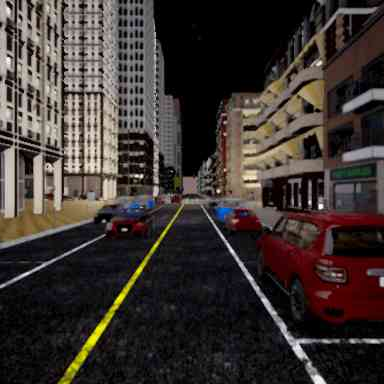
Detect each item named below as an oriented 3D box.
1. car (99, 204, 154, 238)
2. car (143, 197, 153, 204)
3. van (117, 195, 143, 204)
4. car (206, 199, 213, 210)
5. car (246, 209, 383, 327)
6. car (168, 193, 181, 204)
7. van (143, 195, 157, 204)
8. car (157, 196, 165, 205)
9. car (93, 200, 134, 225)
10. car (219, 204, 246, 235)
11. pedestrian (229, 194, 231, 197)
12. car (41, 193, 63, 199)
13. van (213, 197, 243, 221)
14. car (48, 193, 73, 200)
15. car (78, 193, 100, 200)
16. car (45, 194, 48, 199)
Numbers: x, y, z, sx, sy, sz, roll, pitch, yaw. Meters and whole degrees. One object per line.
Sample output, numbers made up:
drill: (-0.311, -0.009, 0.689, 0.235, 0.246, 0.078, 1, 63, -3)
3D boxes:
car: (-3.100, 1.530, 17.223, 1.994, 1.385, 4.181, 0, 0, 0)
car: (-5.688, 1.486, 35.161, 2.008, 1.369, 4.403, 0, 0, 0)
van: (-5.689, 1.285, 29.512, 1.690, 1.788, 3.998, 0, 0, 0)
car: (2.692, 1.477, 40.808, 2.008, 1.369, 4.403, 0, 0, 0)
car: (2.690, 1.301, 6.916, 2.192, 1.841, 5.009, 0, 0, 0)
car: (-2.996, 1.418, 61.222, 1.882, 1.535, 5.008, 0, 0, 0)
van: (-5.688, 1.267, 40.809, 1.690, 1.788, 3.998, 0, 0, 0)
car: (-5.688, 1.342, 57.755, 1.967, 1.590, 4.097, 0, 0, 0)
car: (-5.689, 1.520, 23.863, 1.947, 1.339, 4.313, 0, 0, 0)
car: (2.691, 1.547, 18.214, 1.802, 1.307, 4.206, 0, 0, 0)
pedestrian: (7.139, 1.204, 61.888, 0.375, 1.860, 0.375, 0, 0, 0)
car: (-32.358, 0.857, 76.890, 4.206, 1.307, 1.802, 1, -1, 0)
van: (2.691, 1.295, 23.862, 1.690, 1.788, 3.998, 0, 0, 0)
car: (-26.704, 0.990, 68.522, 4.206, 1.307, 1.802, 1, -1, 0)
car: (-21.127, 0.956, 68.538, 4.097, 1.590, 1.967, 1, -1, 0)
car: (-32.273, 0.616, 68.515, 5.009, 1.841, 2.192, 1, -1, 0)
